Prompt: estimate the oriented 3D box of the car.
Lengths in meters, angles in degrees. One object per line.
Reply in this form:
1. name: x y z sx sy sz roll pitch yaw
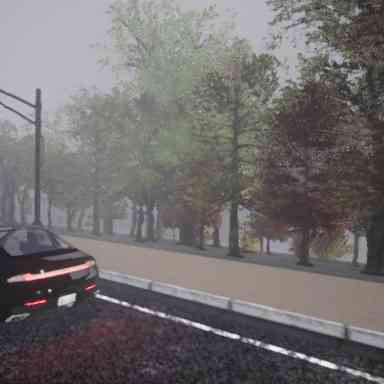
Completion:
1. car: -3.898 1.404 6.486 4.902 1.511 2.128 1 1 35
